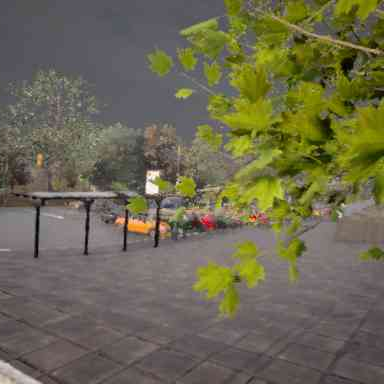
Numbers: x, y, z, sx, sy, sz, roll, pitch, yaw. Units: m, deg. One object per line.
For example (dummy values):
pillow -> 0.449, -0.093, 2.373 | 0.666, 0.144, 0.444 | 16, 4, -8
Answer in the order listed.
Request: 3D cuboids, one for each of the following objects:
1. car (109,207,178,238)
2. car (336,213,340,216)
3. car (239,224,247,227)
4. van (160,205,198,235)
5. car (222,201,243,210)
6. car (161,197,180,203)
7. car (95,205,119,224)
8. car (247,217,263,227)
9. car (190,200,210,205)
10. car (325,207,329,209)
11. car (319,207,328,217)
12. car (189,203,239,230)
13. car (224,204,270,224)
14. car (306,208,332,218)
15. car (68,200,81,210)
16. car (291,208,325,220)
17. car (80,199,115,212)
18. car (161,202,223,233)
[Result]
car -> -3.898, 2.539, 26.898 | 4.553, 1.767, 2.185 | 6, 2, 16
car -> 29.495, 4.462, 73.132 | 5.008, 1.535, 2.097 | 6, 1, 16
car -> 3.227, 3.055, 36.601 | 4.674, 1.452, 2.002 | 6, 2, 16
van -> -2.174, 2.520, 29.328 | 4.442, 1.987, 1.878 | 6, 2, 16
car -> 8.211, 2.738, 67.099 | 1.882, 1.535, 5.008 | 6, 1, 36
car -> -3.925, 1.837, 50.310 | 2.150, 2.045, 5.566 | 6, 2, 36
car -> -6.402, 2.351, 32.003 | 2.128, 1.511, 4.902 | 6, 2, 37
car -> 5.171, 3.117, 38.980 | 5.366, 1.575, 1.946 | 6, 2, 16
car -> 1.437, 2.258, 62.865 | 1.882, 1.535, 5.008 | 6, 1, 36
car -> 24.247, 3.884, 65.813 | 5.566, 2.045, 2.435 | 6, 2, 16
car -> 22.323, 4.009, 63.430 | 5.366, 1.575, 1.946 | 6, 2, 16
car -> 1.520, 2.682, 34.149 | 5.566, 2.045, 2.435 | 6, 2, 16
car -> 6.799, 2.940, 41.451 | 5.566, 2.045, 2.435 | 6, 2, 16
car -> 25.970, 4.270, 68.259 | 4.792, 1.488, 2.163 | 6, 2, 16
car -> -13.353, 1.391, 42.422 | 2.097, 1.767, 4.553 | 6, 2, 36
car -> 20.932, 3.944, 60.901 | 5.366, 1.575, 1.946 | 6, 1, 16
car -> -10.924, 1.842, 40.704 | 1.994, 1.385, 4.181 | 6, 2, 36
car -> -0.308, 2.590, 31.726 | 5.566, 2.045, 2.435 | 6, 2, 16
